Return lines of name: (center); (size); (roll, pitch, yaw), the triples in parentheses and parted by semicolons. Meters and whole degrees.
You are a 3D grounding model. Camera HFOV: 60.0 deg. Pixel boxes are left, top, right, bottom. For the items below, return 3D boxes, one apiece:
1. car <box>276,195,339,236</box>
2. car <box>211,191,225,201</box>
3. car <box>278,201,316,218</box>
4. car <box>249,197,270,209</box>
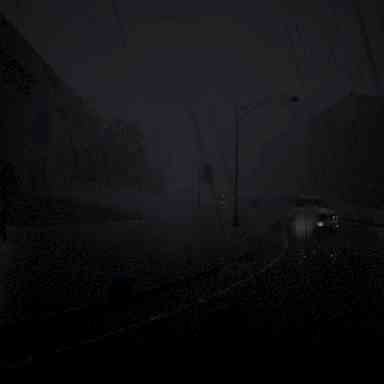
car: (6.330, 1.211, 18.924); (2.150, 2.045, 5.566); (1, 0, 2)
car: (4.541, 0.596, 59.221); (2.097, 1.767, 4.553); (1, 3, -3)
car: (9.706, 1.596, 30.988); (1.994, 1.385, 4.181); (1, 0, -3)
car: (9.012, 1.345, 44.500); (1.882, 1.535, 5.008); (1, 1, -3)
